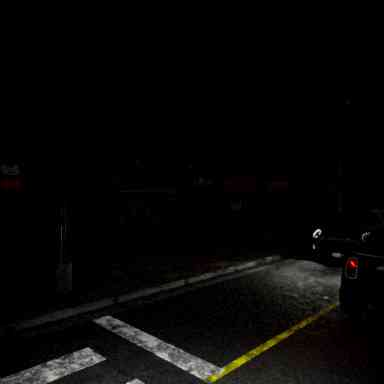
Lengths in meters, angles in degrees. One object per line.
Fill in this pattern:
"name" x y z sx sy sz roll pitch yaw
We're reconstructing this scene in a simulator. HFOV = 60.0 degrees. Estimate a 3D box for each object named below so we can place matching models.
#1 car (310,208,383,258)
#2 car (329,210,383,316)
"car" 6.140 1.414 12.100 2.097 1.767 4.553 -1 -1 45
"car" 4.772 1.379 6.673 2.097 1.767 4.553 -1 -1 45
